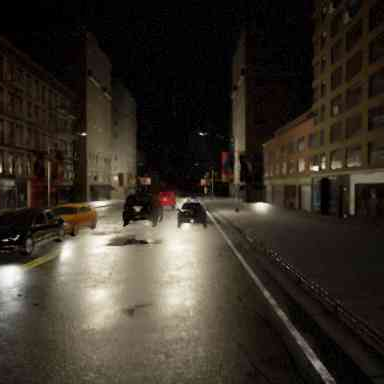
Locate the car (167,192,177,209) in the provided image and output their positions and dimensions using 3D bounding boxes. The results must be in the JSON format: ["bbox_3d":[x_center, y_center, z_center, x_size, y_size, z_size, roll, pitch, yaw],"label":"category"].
[{"bbox_3d":[-3.164,1.057,42.303,2.150,2.045,5.566,0,0,0],"label":"car"}]

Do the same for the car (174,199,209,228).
[{"bbox_3d":[0.024,1.417,21.673,1.837,1.490,4.892,0,0,0],"label":"car"}]

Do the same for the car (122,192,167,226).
[{"bbox_3d":[-3.217,1.131,22.540,2.150,2.045,5.566,0,0,0],"label":"car"}]

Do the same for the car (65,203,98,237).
[{"bbox_3d":[-6.562,1.404,17.867,1.882,1.535,5.008,0,0,1],"label":"car"}]

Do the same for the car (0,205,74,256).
[{"bbox_3d":[-6.501,1.451,12.954,1.837,1.490,4.892,0,0,0],"label":"car"}]
